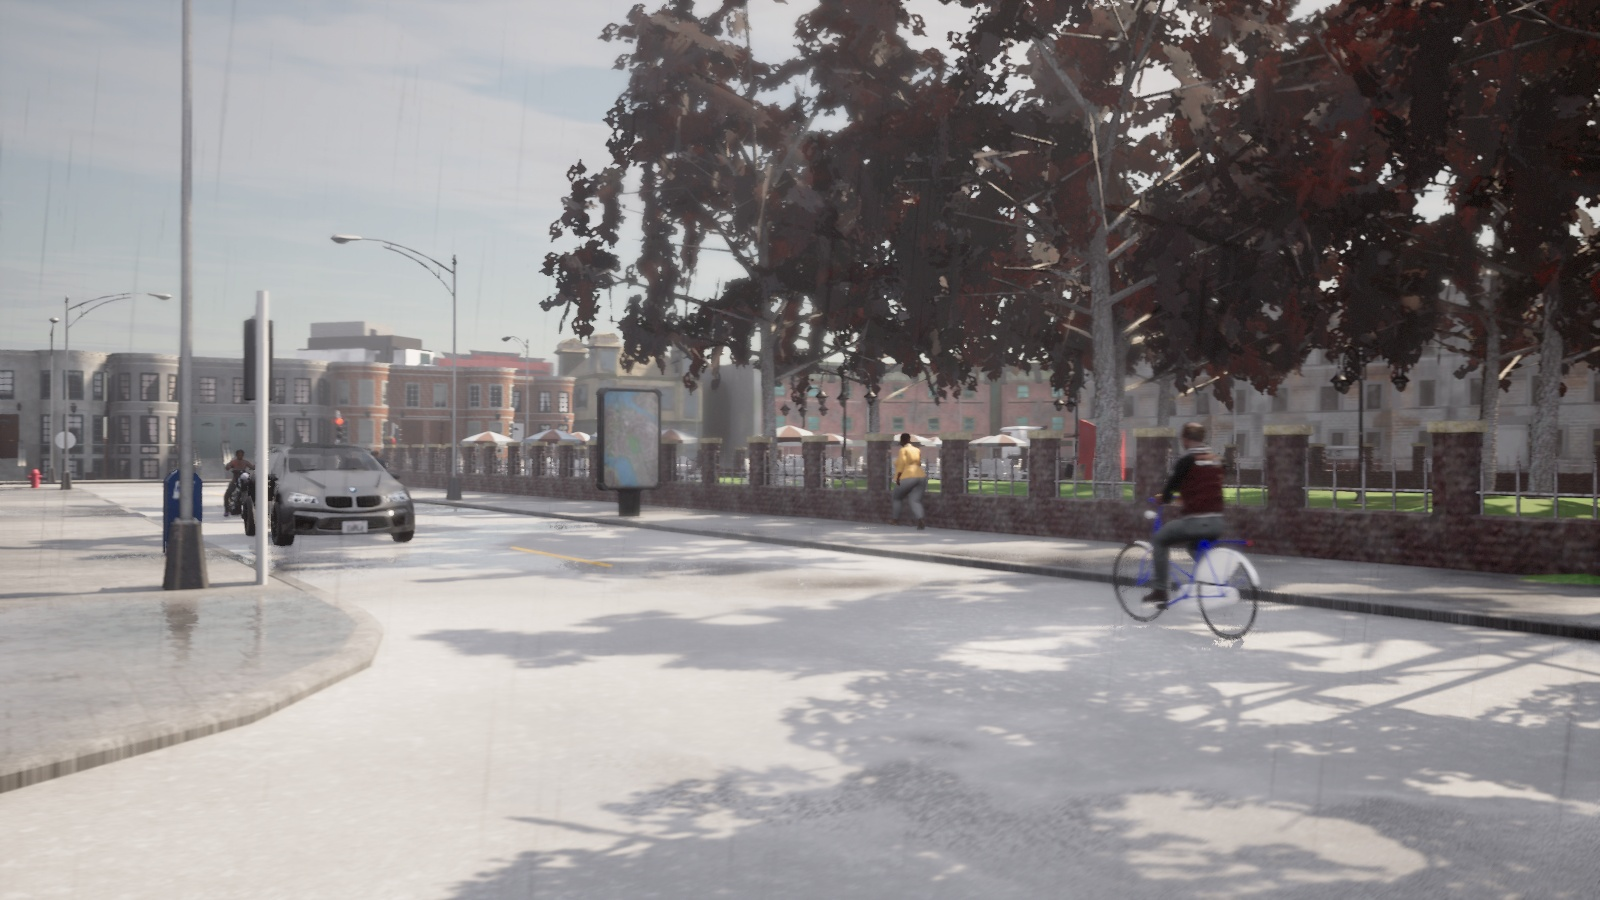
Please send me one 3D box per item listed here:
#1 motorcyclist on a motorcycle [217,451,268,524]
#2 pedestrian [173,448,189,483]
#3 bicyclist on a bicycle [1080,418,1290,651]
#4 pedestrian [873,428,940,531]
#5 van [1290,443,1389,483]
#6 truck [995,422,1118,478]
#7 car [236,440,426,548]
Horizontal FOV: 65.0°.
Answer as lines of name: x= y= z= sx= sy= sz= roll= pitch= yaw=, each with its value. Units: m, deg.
motorcyclist on a motorcycle: x=-13.180 y=0.845 z=29.666 sx=0.766 sy=1.649 sz=2.350 roll=0 pitch=0 yaw=-32
pedestrian: x=-32.176 y=0.793 z=65.229 sx=0.726 sy=1.842 sz=0.402 roll=0 pitch=0 yaw=-28
bicyclist on a bicycle: x=3.187 y=0.644 z=10.598 sx=0.659 sy=1.776 sz=1.843 roll=-1 pitch=0 yaw=-21
pedestrian: x=1.966 y=0.532 z=23.277 sx=0.874 sy=1.855 sz=0.900 roll=0 pitch=0 yaw=-32
van: x=27.705 y=0.640 z=64.623 sx=1.775 sy=1.987 sz=4.442 roll=0 pitch=0 yaw=-33
truck: x=16.570 y=0.003 z=81.685 sx=2.891 sy=3.462 sz=7.936 roll=0 pitch=0 yaw=-37
car: x=-8.323 y=0.696 z=22.028 sx=2.242 sy=1.667 sz=4.611 roll=0 pitch=0 yaw=-32
